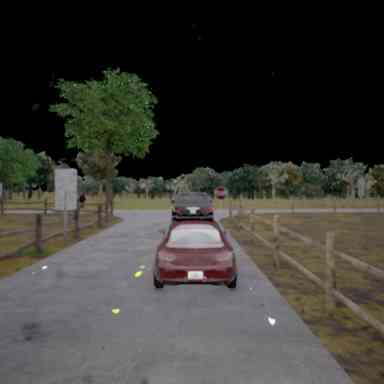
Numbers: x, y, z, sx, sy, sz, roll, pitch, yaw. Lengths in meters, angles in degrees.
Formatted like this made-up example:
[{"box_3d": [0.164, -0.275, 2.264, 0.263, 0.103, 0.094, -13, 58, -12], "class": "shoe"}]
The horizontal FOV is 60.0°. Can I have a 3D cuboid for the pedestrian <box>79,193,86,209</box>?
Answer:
[{"box_3d": [-12.220, 0.990, 37.098, 0.375, 1.860, 0.375, 0, -1, 0], "class": "pedestrian"}]

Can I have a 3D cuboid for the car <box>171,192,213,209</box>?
[{"box_3d": [-0.005, 1.004, 18.543, 2.150, 2.045, 5.566, 0, 1, -1], "class": "car"}]

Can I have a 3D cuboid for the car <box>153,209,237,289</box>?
[{"box_3d": [0.070, 1.410, 8.713, 1.812, 1.442, 4.674, 0, 1, 0], "class": "car"}]
